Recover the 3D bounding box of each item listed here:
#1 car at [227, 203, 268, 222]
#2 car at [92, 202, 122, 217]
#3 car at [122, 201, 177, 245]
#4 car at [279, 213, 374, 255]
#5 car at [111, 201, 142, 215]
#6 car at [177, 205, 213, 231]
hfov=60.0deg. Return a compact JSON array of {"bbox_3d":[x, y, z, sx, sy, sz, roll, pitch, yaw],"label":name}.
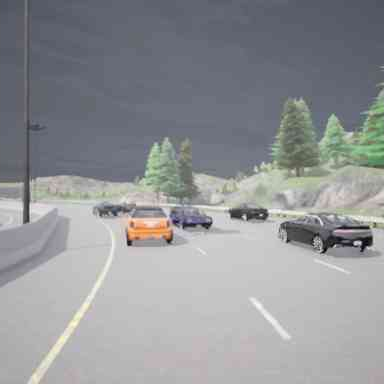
[{"bbox_3d":[4.801,1.747,29.382,1.882,1.535,5.008,0,-1,-19],"label":"car"},{"bbox_3d":[-9.272,1.845,35.243,1.837,1.490,4.892,0,-1,-27],"label":"car"},{"bbox_3d":[-2.297,1.512,16.747,2.097,1.767,4.553,0,-1,-13],"label":"car"},{"bbox_3d":[5.399,1.618,14.106,2.128,1.511,4.902,0,-1,-11],"label":"car"},{"bbox_3d":[-7.884,1.875,39.890,2.128,1.511,4.902,0,-1,-30],"label":"car"},{"bbox_3d":[-0.229,1.813,22.636,1.895,1.301,4.718,0,-1,-17],"label":"car"}]
